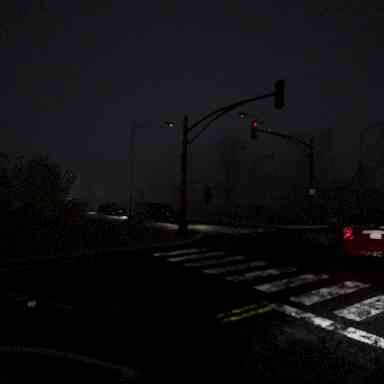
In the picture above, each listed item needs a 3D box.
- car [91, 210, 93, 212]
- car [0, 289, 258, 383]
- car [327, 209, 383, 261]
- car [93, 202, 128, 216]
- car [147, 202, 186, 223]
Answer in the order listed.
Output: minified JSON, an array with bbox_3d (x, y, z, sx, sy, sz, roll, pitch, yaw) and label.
[{"bbox_3d":[-13.954,1.759,42.435,1.812,1.442,4.674,2,-2,-34],"label":"car"},{"bbox_3d":[-1.631,1.492,2.276,4.902,1.511,2.128,0,0,-35],"label":"car"},{"bbox_3d":[6.344,1.399,12.340,2.097,1.767,4.553,0,0,17],"label":"car"},{"bbox_3d":[-8.196,1.735,34.203,1.994,1.385,4.181,2,-2,-37],"label":"car"},{"bbox_3d":[-2.400,1.592,26.247,1.882,1.535,5.008,2,-2,-36],"label":"car"}]
